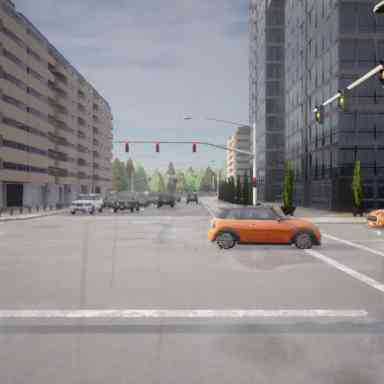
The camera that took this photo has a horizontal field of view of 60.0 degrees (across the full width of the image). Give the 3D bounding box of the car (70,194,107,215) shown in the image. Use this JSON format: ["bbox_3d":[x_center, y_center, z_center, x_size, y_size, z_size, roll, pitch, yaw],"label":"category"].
[{"bbox_3d":[-10.935,1.221,34.917,2.150,2.045,5.566,0,0,-1],"label":"car"}]

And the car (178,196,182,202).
[{"bbox_3d":[-3.410,1.518,73.694,2.128,1.511,4.902,0,0,1],"label":"car"}]

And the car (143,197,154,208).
[{"bbox_3d":[-7.334,1.547,48.336,2.033,1.411,5.357,0,0,1],"label":"car"}]

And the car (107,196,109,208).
[{"bbox_3d":[-10.876,1.352,44.761,2.097,1.767,4.553,0,0,1],"label":"car"}]

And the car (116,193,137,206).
[{"bbox_3d":[-10.747,1.221,54.962,2.150,2.045,5.566,0,0,1],"label":"car"}]

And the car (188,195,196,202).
[{"bbox_3d":[0.083,1.500,74.517,1.837,1.490,4.892,0,0,1],"label":"car"}]

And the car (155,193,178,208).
[{"bbox_3d":[-3.636,1.221,47.886,2.150,2.045,5.566,0,0,1],"label":"car"}]

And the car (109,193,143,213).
[{"bbox_3d":[-7.426,1.221,38.092,2.150,2.045,5.566,0,0,1],"label":"car"}]

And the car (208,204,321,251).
[{"bbox_3d":[2.946,1.384,13.917,4.553,1.767,2.097,0,0,0],"label":"car"}]

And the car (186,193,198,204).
[{"bbox_3d":[0.050,1.221,63.804,2.150,2.045,5.566,0,0,1],"label":"car"}]

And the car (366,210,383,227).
[{"bbox_3d":[13.575,1.407,21.083,4.553,1.767,2.097,0,0,0],"label":"car"}]
